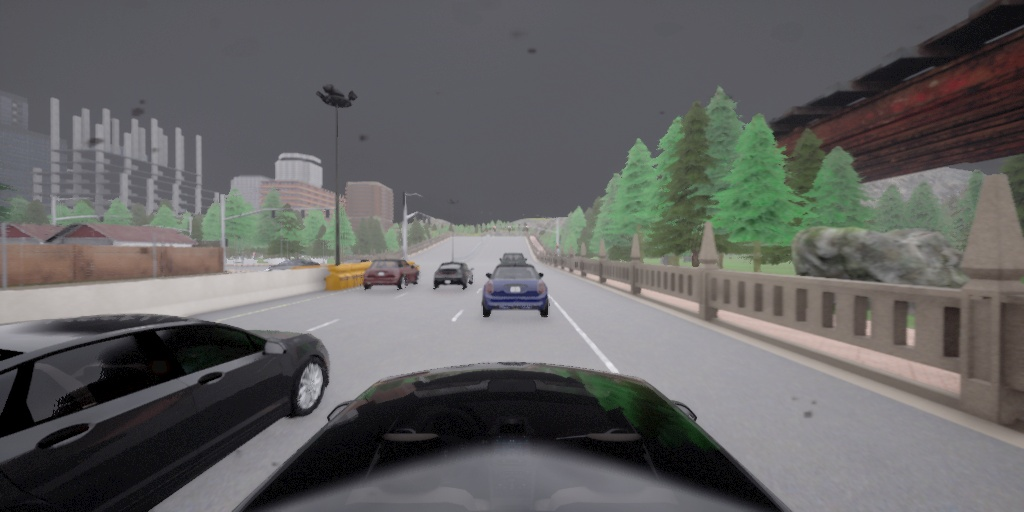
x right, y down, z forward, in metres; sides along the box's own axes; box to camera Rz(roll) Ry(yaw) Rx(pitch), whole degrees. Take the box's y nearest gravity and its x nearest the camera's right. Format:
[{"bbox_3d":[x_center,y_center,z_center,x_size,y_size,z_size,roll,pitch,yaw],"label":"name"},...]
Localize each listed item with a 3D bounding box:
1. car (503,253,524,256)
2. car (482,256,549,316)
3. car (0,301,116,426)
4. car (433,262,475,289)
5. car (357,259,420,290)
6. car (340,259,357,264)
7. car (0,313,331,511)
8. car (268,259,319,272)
[{"bbox_3d":[0.101,0.742,29.668,2.150,2.045,5.566,0,0,0],"label":"car"},{"bbox_3d":[0.100,1.009,12.943,2.097,1.767,4.553,0,0,0],"label":"car"},{"bbox_3d":[-6.899,1.340,3.025,1.895,1.301,4.718,0,0,0],"label":"car"},{"bbox_3d":[-3.399,1.095,21.387,1.837,1.490,4.892,0,1,0],"label":"car"},{"bbox_3d":[-6.898,0.943,21.016,2.097,1.767,4.553,0,0,0],"label":"car"},{"bbox_3d":[-14.032,1.008,32.016,1.837,1.490,4.892,0,0,1],"label":"car"},{"bbox_3d":[-3.400,1.244,2.974,1.837,1.490,4.892,0,0,0],"label":"car"},{"bbox_3d":[-17.555,1.018,29.103,2.128,1.511,4.902,0,0,0],"label":"car"}]
